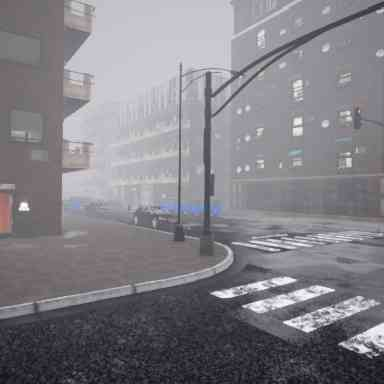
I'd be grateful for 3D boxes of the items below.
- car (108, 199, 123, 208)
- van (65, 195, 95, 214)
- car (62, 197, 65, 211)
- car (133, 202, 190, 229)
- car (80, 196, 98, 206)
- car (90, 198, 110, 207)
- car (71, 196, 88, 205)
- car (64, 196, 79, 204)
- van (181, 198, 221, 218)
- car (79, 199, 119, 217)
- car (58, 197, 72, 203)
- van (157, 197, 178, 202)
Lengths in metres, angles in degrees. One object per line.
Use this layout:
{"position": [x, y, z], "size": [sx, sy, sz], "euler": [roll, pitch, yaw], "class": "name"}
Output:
{"position": [-11.755, 1.683, 49.138], "size": [1.887, 1.381, 4.507], "euler": [1, -1, -35], "class": "car"}
{"position": [-11.886, 1.361, 35.455], "size": [1.690, 1.788, 3.998], "euler": [1, -1, -35], "class": "van"}
{"position": [-15.065, 1.580, 40.059], "size": [2.008, 1.369, 4.403], "euler": [1, -1, -35], "class": "car"}
{"position": [-2.358, 1.539, 21.639], "size": [2.008, 1.369, 4.403], "euler": [1, -1, -35], "class": "car"}
{"position": [-18.107, 1.597, 58.349], "size": [1.967, 1.590, 4.097], "euler": [1, -1, -35], "class": "car"}
{"position": [-14.931, 1.730, 53.742], "size": [1.802, 1.307, 4.206], "euler": [1, -1, -35], "class": "car"}
{"position": [-21.283, 1.605, 62.954], "size": [1.967, 1.590, 4.097], "euler": [1, -1, -35], "class": "car"}
{"position": [-24.460, 1.614, 67.559], "size": [1.967, 1.590, 4.097], "euler": [1, -1, -35], "class": "car"}
{"position": [0.953, 1.439, 30.719], "size": [1.690, 1.788, 3.998], "euler": [1, -1, -35], "class": "van"}
{"position": [-8.712, 1.591, 30.849], "size": [1.802, 1.307, 4.206], "euler": [1, -1, -35], "class": "car"}
{"position": [-27.637, 1.727, 72.163], "size": [1.887, 1.381, 4.507], "euler": [1, -1, -35], "class": "car"}
{"position": [-2.224, 1.450, 35.325], "size": [1.690, 1.788, 3.998], "euler": [1, -1, -35], "class": "van"}
